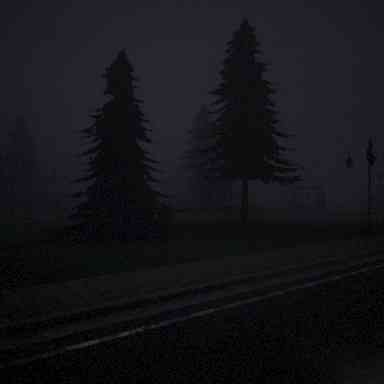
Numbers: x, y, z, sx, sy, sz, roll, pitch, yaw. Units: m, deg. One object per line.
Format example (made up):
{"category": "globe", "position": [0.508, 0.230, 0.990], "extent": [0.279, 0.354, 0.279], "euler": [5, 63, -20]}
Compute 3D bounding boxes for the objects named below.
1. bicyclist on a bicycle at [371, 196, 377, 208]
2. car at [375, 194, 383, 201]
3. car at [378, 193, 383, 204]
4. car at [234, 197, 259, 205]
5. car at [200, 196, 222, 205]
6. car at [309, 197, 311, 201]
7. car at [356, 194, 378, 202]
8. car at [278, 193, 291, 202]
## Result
{"category": "bicyclist on a bicycle", "position": [23.681, 1.314, 43.355], "extent": [1.656, 1.620, 0.582], "euler": [0, 0, -36]}
{"category": "car", "position": [44.191, 1.311, 75.015], "extent": [2.007, 1.523, 4.514], "euler": [0, 0, -36]}
{"category": "car", "position": [32.653, 1.398, 53.332], "extent": [1.970, 1.475, 3.806], "euler": [0, 0, -36]}
{"category": "car", "position": [9.238, 1.547, 56.588], "extent": [1.812, 1.442, 4.674], "euler": [0, 0, -36]}
{"category": "car", "position": [3.465, 1.525, 58.569], "extent": [1.882, 1.535, 5.008], "euler": [0, 0, -36]}
{"category": "car", "position": [21.932, 1.343, 68.612], "extent": [2.152, 1.636, 5.027], "euler": [0, 0, -36]}
{"category": "car", "position": [36.032, 1.333, 69.245], "extent": [1.845, 1.501, 3.633], "euler": [0, 0, -36]}
{"category": "car", "position": [19.409, 1.353, 66.748], "extent": [2.007, 1.523, 4.514], "euler": [0, 0, -36]}
